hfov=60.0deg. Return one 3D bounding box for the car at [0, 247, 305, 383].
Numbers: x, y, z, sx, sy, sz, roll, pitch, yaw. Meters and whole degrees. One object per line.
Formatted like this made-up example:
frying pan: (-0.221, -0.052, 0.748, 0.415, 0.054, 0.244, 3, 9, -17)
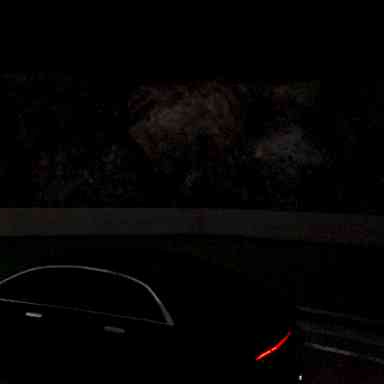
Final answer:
car: (-1.197, 1.462, 4.111, 4.892, 1.490, 1.837, 1, -1, 24)
